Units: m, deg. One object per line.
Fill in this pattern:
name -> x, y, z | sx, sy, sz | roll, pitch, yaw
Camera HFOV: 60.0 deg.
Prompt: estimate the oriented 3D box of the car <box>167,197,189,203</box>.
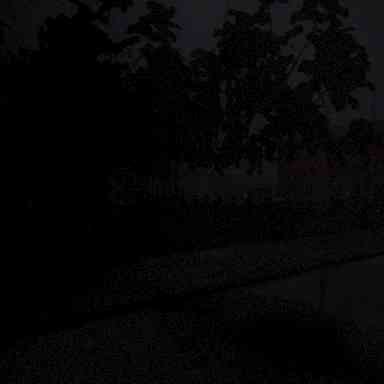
car -> -2.442, 1.518, 55.932 | 2.128, 1.511, 4.902 | 0, 0, -35
